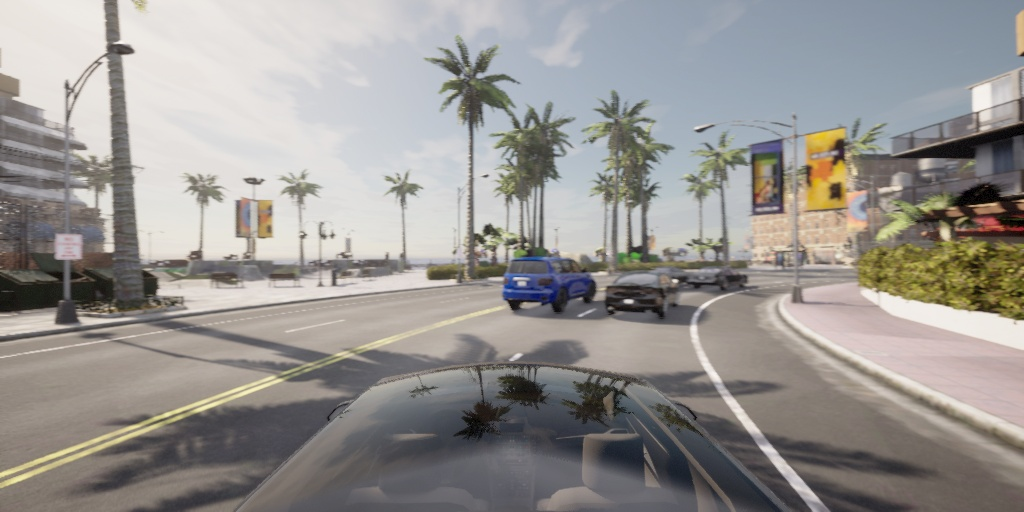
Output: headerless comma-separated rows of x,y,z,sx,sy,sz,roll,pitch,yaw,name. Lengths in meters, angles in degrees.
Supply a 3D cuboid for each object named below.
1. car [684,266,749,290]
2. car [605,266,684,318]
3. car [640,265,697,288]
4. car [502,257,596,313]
13.235,1.355,22.928,5.357,1.411,2.033,0,-1,-39,car
4.993,1.281,13.443,1.882,1.535,5.008,-1,0,32,car
11.301,1.415,25.834,4.181,1.385,1.994,0,-1,-38,car
1.711,1.062,14.846,2.150,2.045,5.566,-1,0,31,car
